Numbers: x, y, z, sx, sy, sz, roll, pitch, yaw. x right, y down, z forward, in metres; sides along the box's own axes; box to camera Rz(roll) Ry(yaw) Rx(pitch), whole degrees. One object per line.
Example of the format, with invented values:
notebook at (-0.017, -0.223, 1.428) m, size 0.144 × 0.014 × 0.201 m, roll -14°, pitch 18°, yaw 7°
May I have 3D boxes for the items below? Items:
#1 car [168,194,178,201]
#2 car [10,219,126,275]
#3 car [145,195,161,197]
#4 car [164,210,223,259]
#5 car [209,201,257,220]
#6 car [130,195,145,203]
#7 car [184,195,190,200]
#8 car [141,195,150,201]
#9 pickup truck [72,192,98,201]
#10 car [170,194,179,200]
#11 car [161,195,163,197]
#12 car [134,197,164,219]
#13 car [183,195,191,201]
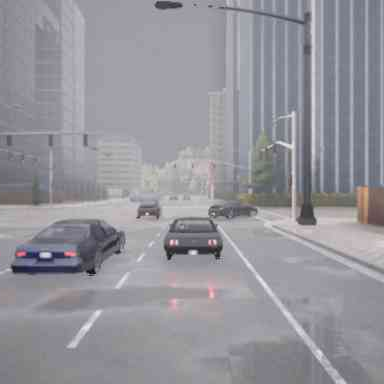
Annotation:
car at (-4.761, 1.467, 83.412) m, size 1.812 × 1.442 × 4.674 m, roll 0°, pitch 0°, yaw -1°
car at (-3.458, 1.541, 10.393) m, size 2.033 × 1.411 × 5.357 m, roll 0°, pitch 0°, yaw 0°
car at (-8.025, 1.512, 68.610) m, size 1.994 × 1.385 × 4.181 m, roll 0°, pitch 0°, yaw -1°
car at (0.056, 1.593, 12.567) m, size 1.895 × 1.301 × 4.718 m, roll 0°, pitch 0°, yaw 0°
car at (3.538, 1.490, 28.064) m, size 4.892 × 1.490 × 1.837 m, roll -1°, pitch -2°, yaw -42°
car at (-11.525, 1.314, 68.587) m, size 2.097 × 1.767 × 4.553 m, roll 0°, pitch 0°, yaw -1°
car at (-1.425, 1.448, 93.745) m, size 1.895 × 1.301 × 4.718 m, roll 0°, pitch 0°, yaw -1°
car at (-11.787, 1.430, 84.995) m, size 1.812 × 1.442 × 4.674 m, roll 0°, pitch 0°, yaw -1°
pickup truck at (-24.798, 1.012, 77.985) m, size 2.390 × 2.098 × 6.274 m, roll 0°, pitch 0°, yaw 30°
car at (-4.924, 1.378, 93.660) m, size 2.128 × 1.511 × 4.902 m, roll 0°, pitch 0°, yaw -1°
car at (-8.287, 1.446, 85.050) m, size 2.033 × 1.411 × 5.357 m, roll 0°, pitch 0°, yaw -1°
car at (-3.654, 1.489, 29.239) m, size 1.837 × 1.490 × 4.892 m, roll 0°, pitch 1°, yaw -1°
car at (-1.255, 1.482, 83.099) m, size 2.033 × 1.411 × 5.357 m, roll 0°, pitch 0°, yaw -1°
